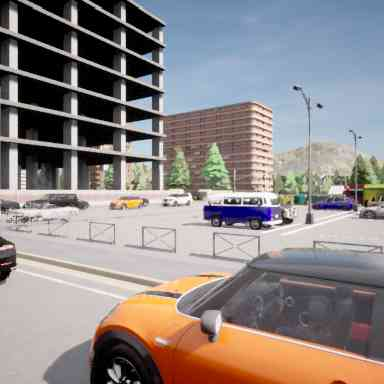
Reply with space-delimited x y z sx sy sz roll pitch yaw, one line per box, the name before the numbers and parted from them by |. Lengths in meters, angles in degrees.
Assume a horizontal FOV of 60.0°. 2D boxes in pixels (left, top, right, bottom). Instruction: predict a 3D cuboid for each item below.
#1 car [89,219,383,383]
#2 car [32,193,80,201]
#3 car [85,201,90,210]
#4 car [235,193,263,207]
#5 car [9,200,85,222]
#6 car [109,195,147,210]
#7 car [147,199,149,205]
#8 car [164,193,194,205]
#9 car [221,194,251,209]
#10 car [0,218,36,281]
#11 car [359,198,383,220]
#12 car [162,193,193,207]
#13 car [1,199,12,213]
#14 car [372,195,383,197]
car | 1.074 1.352 3.223 4.553 1.767 2.097 0 0 35
car | -14.212 1.166 33.982 2.150 2.045 5.566 0 0 35
car | -14.377 1.508 39.825 1.994 1.385 4.181 0 0 35
car | 10.801 1.167 63.033 2.150 2.045 5.566 0 0 35
car | -11.133 1.545 25.843 1.895 1.301 4.718 0 0 35
car | -8.335 1.297 42.310 2.097 1.767 4.553 0 0 35
car | -8.353 1.436 48.351 2.128 1.511 4.902 0 0 35
car | -2.148 1.166 57.076 2.150 2.045 5.566 0 0 36
car | 6.799 1.470 51.308 1.812 1.442 4.674 0 0 35
car | -6.439 1.492 8.536 4.902 1.511 2.128 0 0 35
car | 14.651 1.395 24.775 3.806 1.475 1.970 0 0 36
car | -2.259 1.166 50.894 2.150 2.045 5.566 0 0 35
car | -19.519 1.436 32.551 2.128 1.511 4.902 0 0 36
car | 17.857 1.153 29.341 4.605 1.855 1.932 0 0 36
